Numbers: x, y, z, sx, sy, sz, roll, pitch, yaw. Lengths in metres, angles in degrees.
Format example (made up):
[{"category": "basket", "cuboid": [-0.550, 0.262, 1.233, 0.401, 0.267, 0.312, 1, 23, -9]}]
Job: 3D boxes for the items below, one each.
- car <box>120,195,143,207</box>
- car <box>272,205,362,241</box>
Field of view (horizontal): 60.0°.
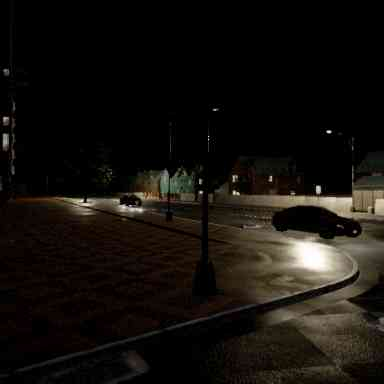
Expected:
[{"category": "car", "cuboid": [-7.760, 1.092, 42.136, 2.128, 1.511, 4.902, 1, 0, -28]}, {"category": "car", "cuboid": [5.916, 1.400, 16.335, 1.812, 1.442, 4.674, 1, 0, -28]}]
